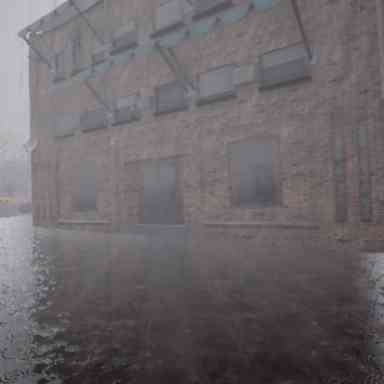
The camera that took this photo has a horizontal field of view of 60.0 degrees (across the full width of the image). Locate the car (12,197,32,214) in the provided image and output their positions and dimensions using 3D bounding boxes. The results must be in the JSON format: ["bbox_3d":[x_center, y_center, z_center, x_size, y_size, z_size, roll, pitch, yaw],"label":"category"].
[{"bbox_3d":[-17.025,1.439,37.591,5.566,2.045,2.435,-3,1,24],"label":"car"}]

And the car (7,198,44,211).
[{"bbox_3d":[-25.030,1.863,49.978,4.892,1.521,2.231,-3,2,24],"label":"car"}]

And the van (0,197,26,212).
[{"bbox_3d":[-26.044,1.777,47.364,4.442,1.987,1.878,-3,2,24],"label":"van"}]

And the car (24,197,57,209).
[{"bbox_3d":[-23.912,1.749,52.532,4.674,1.452,2.002,-3,2,24],"label":"car"}]
